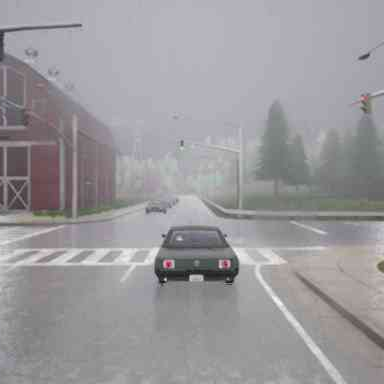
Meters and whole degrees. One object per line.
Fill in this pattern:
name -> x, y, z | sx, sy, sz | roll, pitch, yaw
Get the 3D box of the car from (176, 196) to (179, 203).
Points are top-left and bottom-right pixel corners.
car -> -3.556, 1.392, 54.360 | 1.837, 1.490, 4.892 | 0, 0, 1

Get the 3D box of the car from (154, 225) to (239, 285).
car -> 0.058, 1.578, 9.433 | 1.895, 1.301, 4.718 | 0, 0, -1

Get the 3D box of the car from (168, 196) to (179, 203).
car -> -3.494, 1.467, 64.668 | 1.895, 1.301, 4.718 | 0, 0, 0

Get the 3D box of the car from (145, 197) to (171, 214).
car -> -3.595, 1.493, 34.267 | 1.994, 1.385, 4.181 | 0, 0, 0

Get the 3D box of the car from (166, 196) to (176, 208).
car -> -3.588, 1.413, 44.287 | 1.837, 1.490, 4.892 | 0, 0, 0
